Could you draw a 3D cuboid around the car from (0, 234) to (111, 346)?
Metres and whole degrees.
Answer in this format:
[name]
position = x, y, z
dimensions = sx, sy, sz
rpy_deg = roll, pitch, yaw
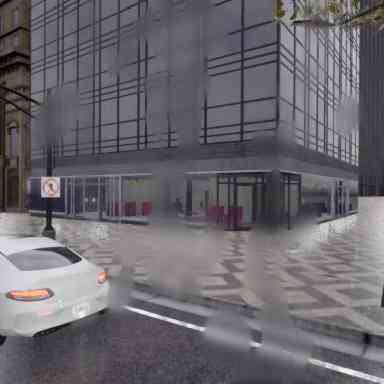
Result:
[car]
position = -3.487, 1.524, 6.168
dimensions = 4.674, 1.442, 1.812
rpy_deg = 0, 0, 35
